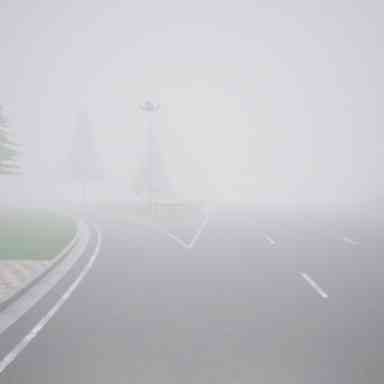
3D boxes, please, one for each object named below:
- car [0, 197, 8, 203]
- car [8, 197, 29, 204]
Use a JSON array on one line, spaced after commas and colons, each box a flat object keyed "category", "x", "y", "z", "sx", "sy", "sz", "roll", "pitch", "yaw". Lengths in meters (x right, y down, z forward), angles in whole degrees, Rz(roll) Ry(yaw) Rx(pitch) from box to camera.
[{"category": "car", "x": -39.840, "y": 1.606, "z": 70.664, "sx": 1.895, "sy": 1.301, "sz": 4.718, "roll": 0, "pitch": 0, "yaw": -44}, {"category": "car", "x": -32.868, "y": 1.653, "z": 63.527, "sx": 1.895, "sy": 1.301, "sz": 4.718, "roll": 0, "pitch": 0, "yaw": -44}]
